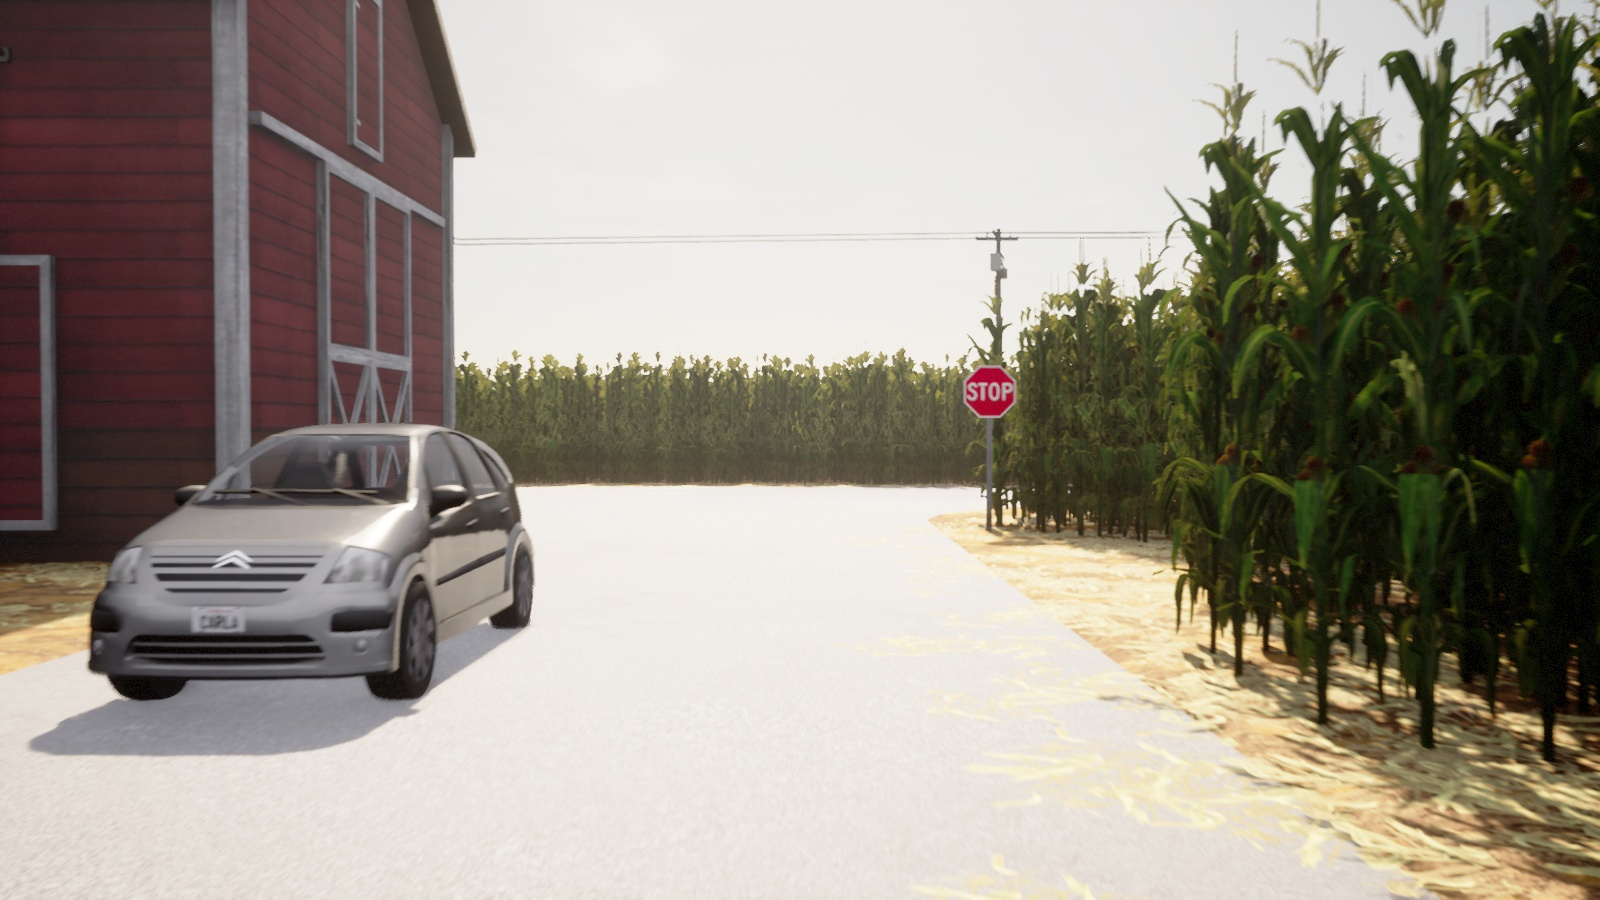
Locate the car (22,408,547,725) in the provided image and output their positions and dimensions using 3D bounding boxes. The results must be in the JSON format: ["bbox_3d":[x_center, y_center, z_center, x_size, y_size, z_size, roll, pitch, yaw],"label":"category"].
[{"bbox_3d":[-3.037,0.575,8.414,1.851,1.617,3.988,0,1,0],"label":"car"}]
